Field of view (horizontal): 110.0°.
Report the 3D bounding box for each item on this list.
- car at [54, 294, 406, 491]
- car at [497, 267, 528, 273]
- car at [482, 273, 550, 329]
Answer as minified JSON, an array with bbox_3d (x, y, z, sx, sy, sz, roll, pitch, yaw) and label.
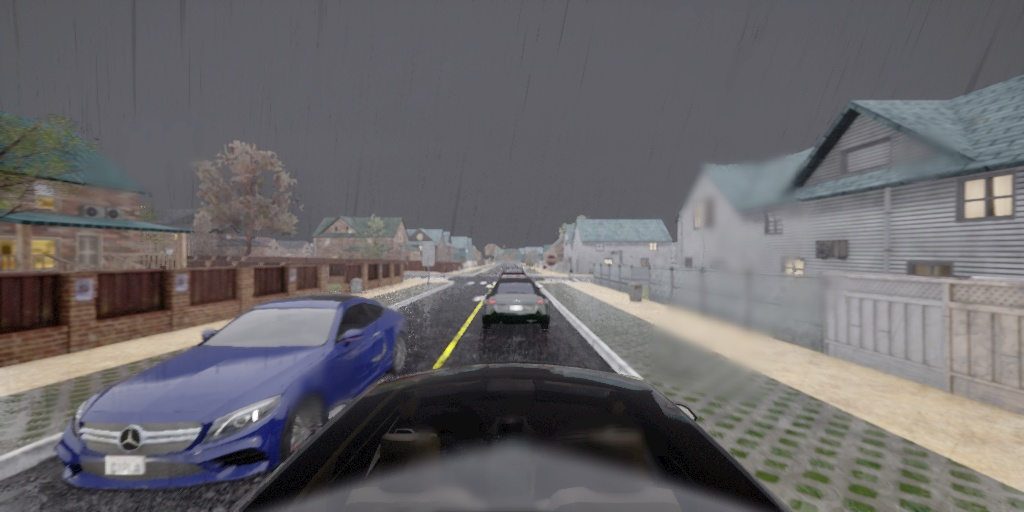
[{"bbox_3d":[-2.842,1.305,4.970,1.812,1.442,4.674,0,-1,0],"label":"car"},{"bbox_3d":[0.047,1.444,23.968,2.128,1.511,4.902,0,-1,-1],"label":"car"},{"bbox_3d":[0.098,1.403,11.708,1.994,1.385,4.181,0,-1,-1],"label":"car"}]
